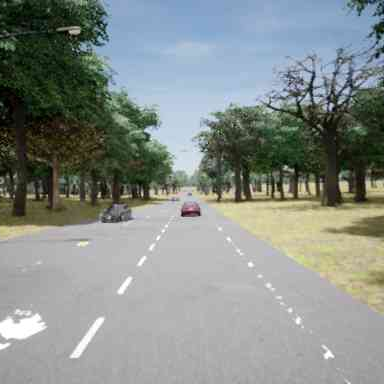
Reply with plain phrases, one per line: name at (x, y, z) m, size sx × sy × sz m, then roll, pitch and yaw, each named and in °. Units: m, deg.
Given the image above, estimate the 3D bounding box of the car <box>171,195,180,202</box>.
car at (-3.954, 1.588, 80.816) m, size 2.128 × 1.511 × 4.902 m, roll -2°, pitch 0°, yaw 0°

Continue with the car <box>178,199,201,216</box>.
car at (-0.132, 1.674, 34.759) m, size 1.994 × 1.385 × 4.181 m, roll -2°, pitch 0°, yaw 0°

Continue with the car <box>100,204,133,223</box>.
car at (-6.537, 1.830, 29.181) m, size 1.837 × 1.490 × 4.892 m, roll -2°, pitch 0°, yaw 4°
